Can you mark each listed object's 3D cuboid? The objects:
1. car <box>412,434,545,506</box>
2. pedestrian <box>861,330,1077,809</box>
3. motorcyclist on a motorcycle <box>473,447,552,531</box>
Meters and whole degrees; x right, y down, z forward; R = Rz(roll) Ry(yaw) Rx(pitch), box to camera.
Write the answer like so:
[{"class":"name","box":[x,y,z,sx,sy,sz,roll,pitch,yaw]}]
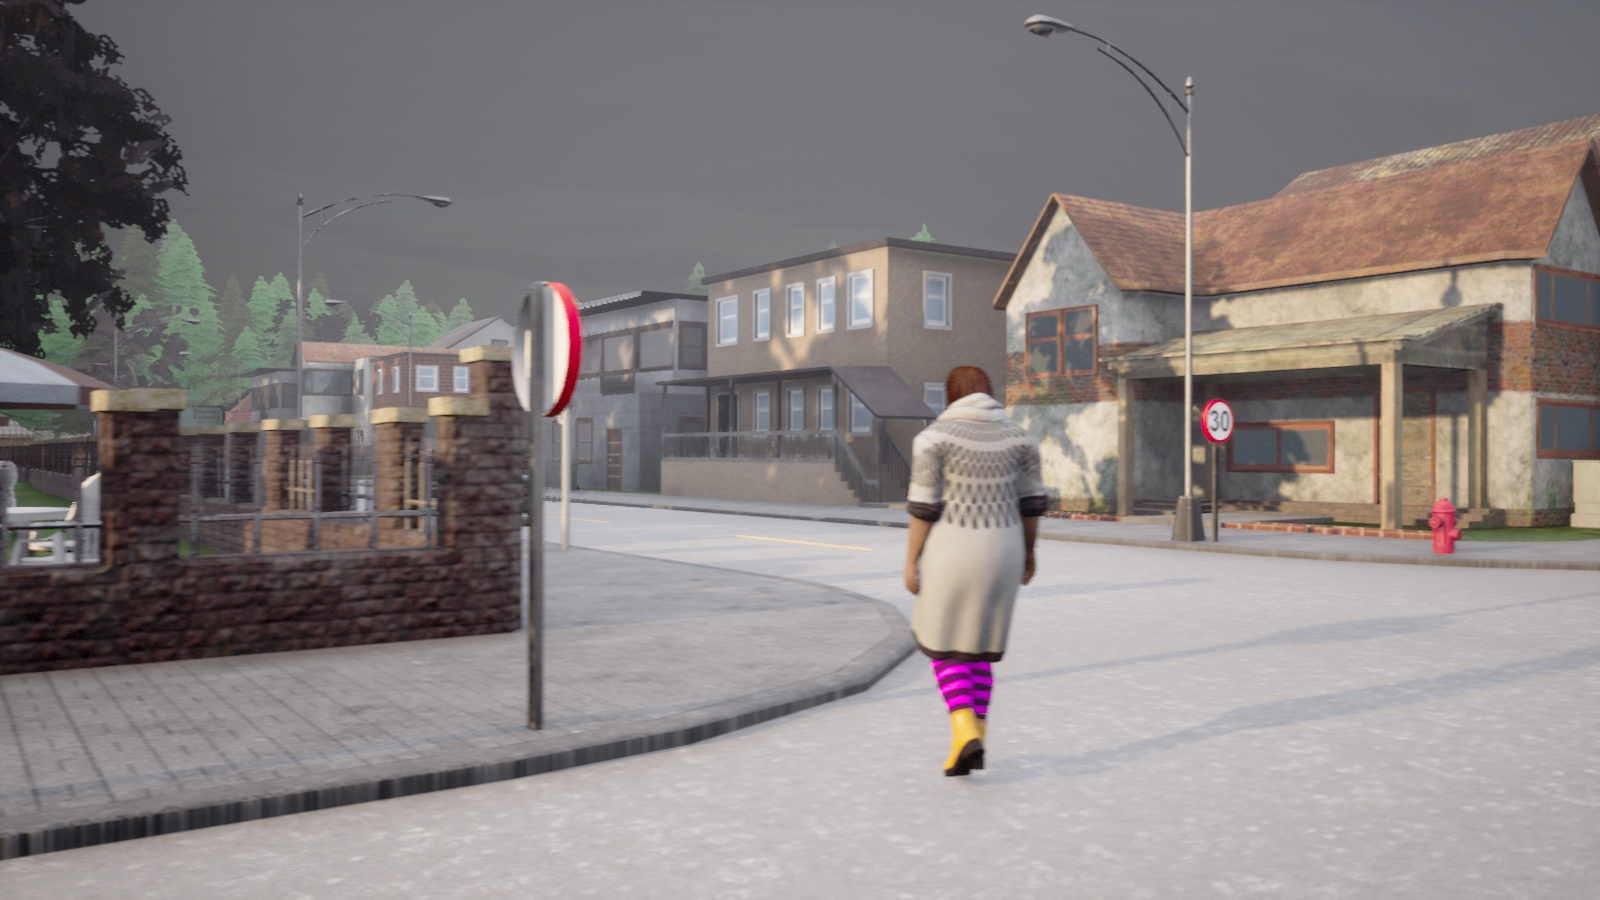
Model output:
[{"class":"car","box":[-9.989,0.584,38.706,2.150,2.045,5.566,0,0,-35]},{"class":"pedestrian","box":[0.727,0.488,5.624,0.659,1.952,0.873,0,0,-16]},{"class":"motorcyclist on a motorcycle","box":[-5.957,0.774,25.901,0.766,1.649,2.350,0,0,-35]}]
